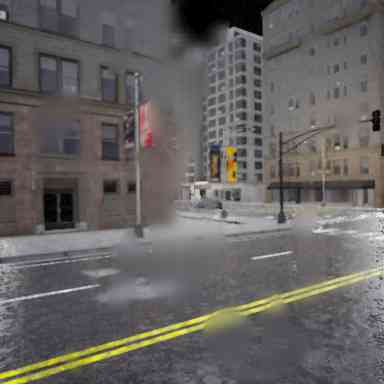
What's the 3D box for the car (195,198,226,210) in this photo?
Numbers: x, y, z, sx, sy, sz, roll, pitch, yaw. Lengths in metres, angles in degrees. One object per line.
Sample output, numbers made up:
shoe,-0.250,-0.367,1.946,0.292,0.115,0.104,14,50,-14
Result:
car,2.259,1.474,40.618,1.994,1.385,4.181,-1,1,-36
